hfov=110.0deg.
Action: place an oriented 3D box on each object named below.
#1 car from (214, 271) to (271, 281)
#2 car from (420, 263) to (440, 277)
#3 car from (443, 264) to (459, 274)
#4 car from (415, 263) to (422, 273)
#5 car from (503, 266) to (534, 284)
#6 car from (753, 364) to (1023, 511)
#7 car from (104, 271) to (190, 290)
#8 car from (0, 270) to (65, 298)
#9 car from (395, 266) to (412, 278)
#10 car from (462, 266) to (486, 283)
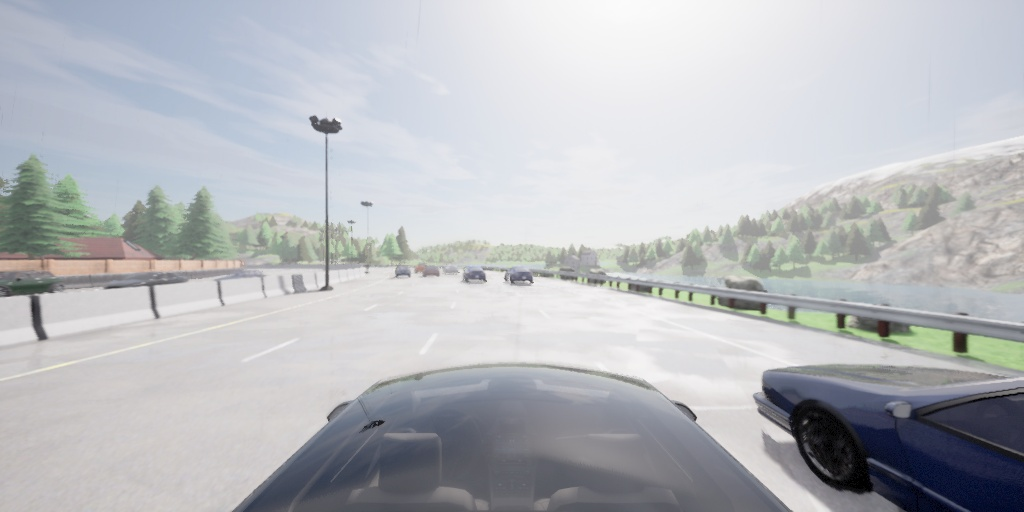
[{"bbox_3d":[-20.336,1.820,27.311,2.033,1.411,5.357,-1,-1,-10],"label":"car"},{"bbox_3d":[-10.363,1.932,45.979,1.994,1.385,4.181,0,-1,-17],"label":"car"},{"bbox_3d":[-9.274,1.975,54.281,1.812,1.442,4.674,0,-1,-20],"label":"car"},{"bbox_3d":[-14.793,1.918,58.999,2.097,1.767,4.553,0,-1,-19],"label":"car"},{"bbox_3d":[0.545,1.596,30.669,1.812,1.442,4.674,0,-1,-11],"label":"car"},{"bbox_3d":[3.630,1.253,1.475,2.033,1.411,5.357,-1,-1,-1],"label":"car"},{"bbox_3d":[-23.141,1.761,22.936,1.837,1.490,4.892,0,-1,-9],"label":"car"},{"bbox_3d":[-29.981,1.668,21.354,2.097,1.767,4.553,-1,-1,-9],"label":"car"},{"bbox_3d":[-13.581,1.938,44.795,2.033,1.411,5.357,0,-1,-17],"label":"car"},{"bbox_3d":[-3.568,1.678,33.713,1.812,1.442,4.674,0,-1,-12],"label":"car"}]
